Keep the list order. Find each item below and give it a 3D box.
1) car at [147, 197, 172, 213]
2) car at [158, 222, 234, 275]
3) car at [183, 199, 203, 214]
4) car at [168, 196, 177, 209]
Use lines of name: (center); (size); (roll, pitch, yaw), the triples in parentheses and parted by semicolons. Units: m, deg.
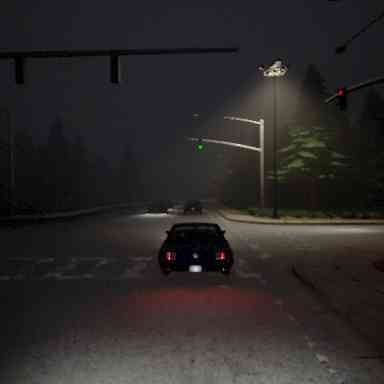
car: (-3.588, 1.532, 35.644); (1.994, 1.385, 4.181); (0, 0, 0)
car: (0.122, 1.589, 10.352); (1.895, 1.301, 4.718); (0, 0, 1)
car: (0.099, 1.472, 35.010); (1.812, 1.442, 4.674); (0, 0, 0)
car: (-3.543, 1.516, 44.912); (1.994, 1.385, 4.181); (0, 0, 1)
